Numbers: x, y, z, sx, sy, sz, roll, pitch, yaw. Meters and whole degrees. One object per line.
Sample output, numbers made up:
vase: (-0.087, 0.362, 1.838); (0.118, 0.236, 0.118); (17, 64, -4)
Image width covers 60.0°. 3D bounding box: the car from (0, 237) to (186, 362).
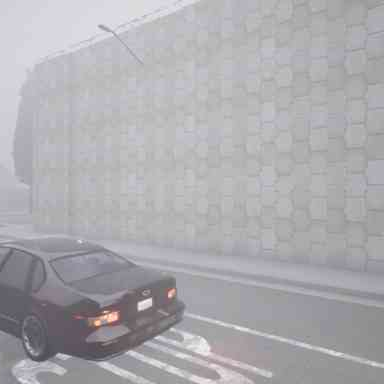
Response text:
car: (-2.676, 1.547, 5.890); (5.357, 1.411, 2.033); (0, 0, 35)
